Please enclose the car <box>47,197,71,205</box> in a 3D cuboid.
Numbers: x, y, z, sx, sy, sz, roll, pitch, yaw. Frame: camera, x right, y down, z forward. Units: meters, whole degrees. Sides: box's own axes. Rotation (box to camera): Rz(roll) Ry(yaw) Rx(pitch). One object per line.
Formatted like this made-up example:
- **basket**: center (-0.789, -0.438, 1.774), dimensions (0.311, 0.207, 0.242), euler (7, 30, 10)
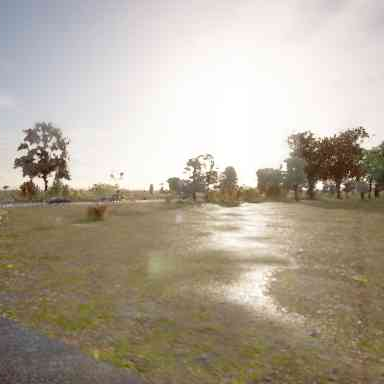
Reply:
- **car**: center (-25.688, 1.663, 64.511), dimensions (1.812, 1.442, 4.674), euler (0, 0, 34)
